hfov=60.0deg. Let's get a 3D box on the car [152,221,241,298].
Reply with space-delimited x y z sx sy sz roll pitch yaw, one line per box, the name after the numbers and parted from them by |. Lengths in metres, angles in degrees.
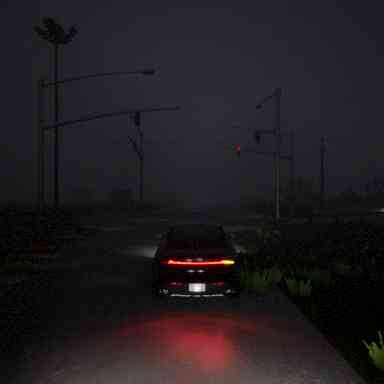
0.093 1.505 8.522 1.837 1.490 4.892 0 0 0 | car
